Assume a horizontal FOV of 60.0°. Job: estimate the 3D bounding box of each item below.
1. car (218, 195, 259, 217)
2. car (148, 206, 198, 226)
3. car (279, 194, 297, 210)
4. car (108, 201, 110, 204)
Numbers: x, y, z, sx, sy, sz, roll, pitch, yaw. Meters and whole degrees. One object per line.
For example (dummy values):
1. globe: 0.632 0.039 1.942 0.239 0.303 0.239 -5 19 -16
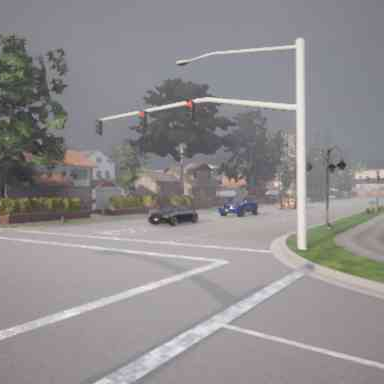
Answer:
1. car: 4.745 1.357 33.075 2.150 2.045 5.566 -1 0 34
2. car: -1.320 1.698 24.420 1.994 1.385 4.181 -1 0 35
3. car: 14.061 1.360 46.336 2.150 2.045 5.566 -1 -1 35
4. car: -8.988 1.450 42.736 3.806 1.475 1.970 -1 0 36
